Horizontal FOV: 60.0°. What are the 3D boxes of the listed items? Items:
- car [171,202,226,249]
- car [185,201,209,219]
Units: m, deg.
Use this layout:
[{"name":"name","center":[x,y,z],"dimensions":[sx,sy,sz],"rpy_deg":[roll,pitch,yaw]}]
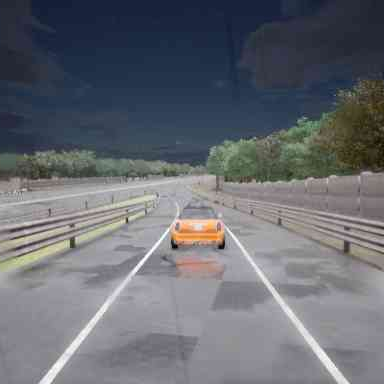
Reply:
[{"name":"car","center":[0.280,1.353,14.531],"dimensions":[2.097,1.767,4.553],"rpy_deg":[0,0,1]},{"name":"car","center":[0.374,1.543,29.644],"dimensions":[1.994,1.385,4.181],"rpy_deg":[0,0,-1]}]
